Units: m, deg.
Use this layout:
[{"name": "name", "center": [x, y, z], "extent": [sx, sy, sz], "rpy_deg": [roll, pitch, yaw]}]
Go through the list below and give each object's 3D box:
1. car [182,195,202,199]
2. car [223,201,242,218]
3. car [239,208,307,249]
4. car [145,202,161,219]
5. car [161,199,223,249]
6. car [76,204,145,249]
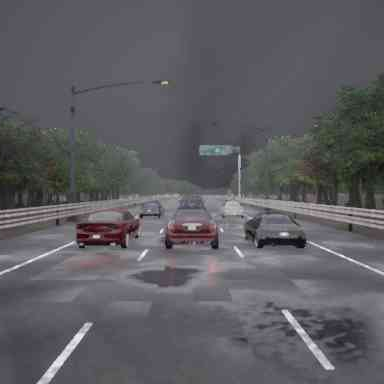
[{"name": "car", "center": [0.000, 1.275, 29.681], "extent": [2.150, 2.045, 5.566], "rpy_deg": [0, 0, 0]}, {"name": "car", "center": [3.500, 1.550, 29.650], "extent": [1.812, 1.442, 4.674], "rpy_deg": [0, 0, 0]}, {"name": "car", "center": [3.500, 1.575, 14.650], "extent": [1.994, 1.385, 4.181], "rpy_deg": [0, 0, 0]}, {"name": "car", "center": [-3.500, 1.580, 29.650], "extent": [2.033, 1.411, 5.357], "rpy_deg": [0, 0, 0]}, {"name": "car", "center": [0.000, 1.369, 14.621], "extent": [2.097, 1.767, 4.553], "rpy_deg": [0, 0, 0]}, {"name": "car", "center": [-3.500, 1.487, 14.650], "extent": [1.882, 1.535, 5.008], "rpy_deg": [0, 0, 0]}]
